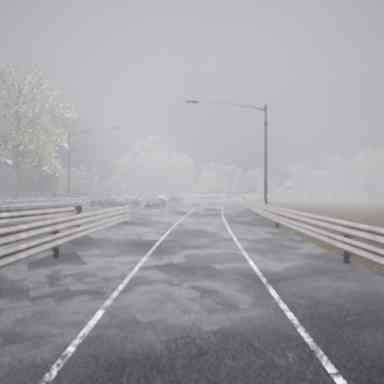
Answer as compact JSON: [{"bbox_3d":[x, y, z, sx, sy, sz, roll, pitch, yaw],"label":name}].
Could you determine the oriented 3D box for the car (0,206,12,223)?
[{"bbox_3d":[-13.048,1.279,20.353,1.837,1.490,4.892,0,0,10],"label":"car"}]

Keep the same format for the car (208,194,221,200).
[{"bbox_3d":[6.518,1.460,89.569,2.033,1.411,5.357,0,0,16],"label":"car"}]

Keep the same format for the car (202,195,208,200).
[{"bbox_3d":[4.083,1.455,93.835,1.812,1.442,4.674,0,0,16],"label":"car"}]

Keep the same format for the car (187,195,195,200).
[{"bbox_3d":[-0.507,1.477,90.438,1.994,1.385,4.181,0,0,16],"label":"car"}]

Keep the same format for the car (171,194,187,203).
[{"bbox_3d":[-3.067,1.223,66.869,2.097,1.767,4.553,0,0,14],"label":"car"}]

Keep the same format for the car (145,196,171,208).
[{"bbox_3d":[-4.693,1.388,44.286,1.994,1.385,4.181,0,0,12],"label":"car"}]

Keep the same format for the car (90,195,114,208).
[{"bbox_3d":[-11.776,1.175,44.683,2.097,1.767,4.553,0,0,12],"label":"car"}]

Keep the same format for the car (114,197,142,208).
[{"bbox_3d":[-8.224,1.388,44.508,1.994,1.385,4.181,0,0,12],"label":"car"}]
